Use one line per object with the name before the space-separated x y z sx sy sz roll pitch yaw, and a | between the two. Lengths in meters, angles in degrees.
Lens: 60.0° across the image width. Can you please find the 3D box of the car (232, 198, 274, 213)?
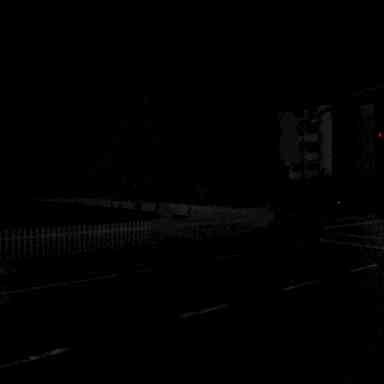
car | 6.025 1.316 33.315 2.128 1.511 4.902 -1 0 -34

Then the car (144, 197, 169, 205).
car | -5.360 1.420 50.340 1.895 1.301 4.718 0 0 -34

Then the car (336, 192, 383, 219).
car | 14.669 1.020 27.266 2.150 2.045 5.566 0 0 -31
